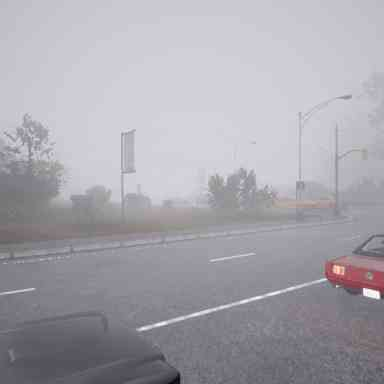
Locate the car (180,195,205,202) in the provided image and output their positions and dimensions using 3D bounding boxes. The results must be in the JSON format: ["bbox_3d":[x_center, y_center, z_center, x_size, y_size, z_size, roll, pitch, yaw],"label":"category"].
[{"bbox_3d":[0.057,1.273,65.764,2.033,1.411,5.357,-1,0,-38],"label":"car"}]

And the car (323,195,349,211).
[{"bbox_3d":[14.577,1.121,36.261,2.097,1.767,4.553,-1,0,-39],"label":"car"}]

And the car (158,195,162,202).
[{"bbox_3d":[-3.501,1.384,58.756,1.895,1.301,4.718,-1,0,-38],"label":"car"}]

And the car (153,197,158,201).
[{"bbox_3d":[-6.677,1.326,74.030,1.895,1.301,4.718,-1,0,-38],"label":"car"}]

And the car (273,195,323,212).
[{"bbox_3d":[10.807,1.277,35.353,1.882,1.535,5.008,0,0,-39],"label":"car"}]

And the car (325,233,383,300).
[{"bbox_3d":[5.107,1.570,7.407,4.718,1.301,1.895,0,0,-36],"label":"car"}]

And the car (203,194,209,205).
[{"bbox_3d":[4.117,1.282,43.667,1.882,1.535,5.008,-1,0,-39],"label":"car"}]

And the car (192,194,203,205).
[{"bbox_3d":[2.685,1.131,51.037,2.097,1.767,4.553,-1,0,-39],"label":"car"}]

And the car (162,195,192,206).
[{"bbox_3d":[-2.318,1.373,51.669,1.994,1.385,4.181,-1,0,-39],"label":"car"}]

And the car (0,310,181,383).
[{"bbox_3d":[-2.339,1.601,2.067,4.718,1.301,1.895,0,0,-36],"label":"car"}]
